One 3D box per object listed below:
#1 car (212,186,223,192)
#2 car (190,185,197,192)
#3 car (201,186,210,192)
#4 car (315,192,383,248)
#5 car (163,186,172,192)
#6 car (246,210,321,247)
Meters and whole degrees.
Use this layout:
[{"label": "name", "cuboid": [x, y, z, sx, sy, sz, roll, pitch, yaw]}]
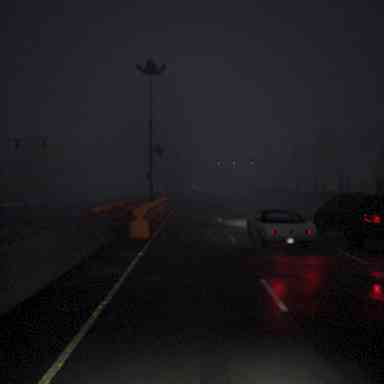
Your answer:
[{"label": "car", "cuboid": [7.444, -0.791, 91.943, 1.882, 1.535, 5.008, 0, 1, 0]}, {"label": "car", "cuboid": [0.444, -0.675, 92.015, 1.895, 1.301, 4.718, 0, 1, 0]}, {"label": "car", "cuboid": [3.946, -0.785, 92.379, 1.882, 1.535, 5.008, 0, 1, 0]}, {"label": "car", "cuboid": [7.009, 1.008, 13.915, 2.150, 2.045, 5.566, 0, 2, 0]}, {"label": "car", "cuboid": [-6.566, -0.841, 90.194, 2.097, 1.767, 4.553, 0, 1, 0]}, {"label": "car", "cuboid": [3.510, 1.389, 14.028, 1.895, 1.301, 4.718, 0, 2, 0]}]
